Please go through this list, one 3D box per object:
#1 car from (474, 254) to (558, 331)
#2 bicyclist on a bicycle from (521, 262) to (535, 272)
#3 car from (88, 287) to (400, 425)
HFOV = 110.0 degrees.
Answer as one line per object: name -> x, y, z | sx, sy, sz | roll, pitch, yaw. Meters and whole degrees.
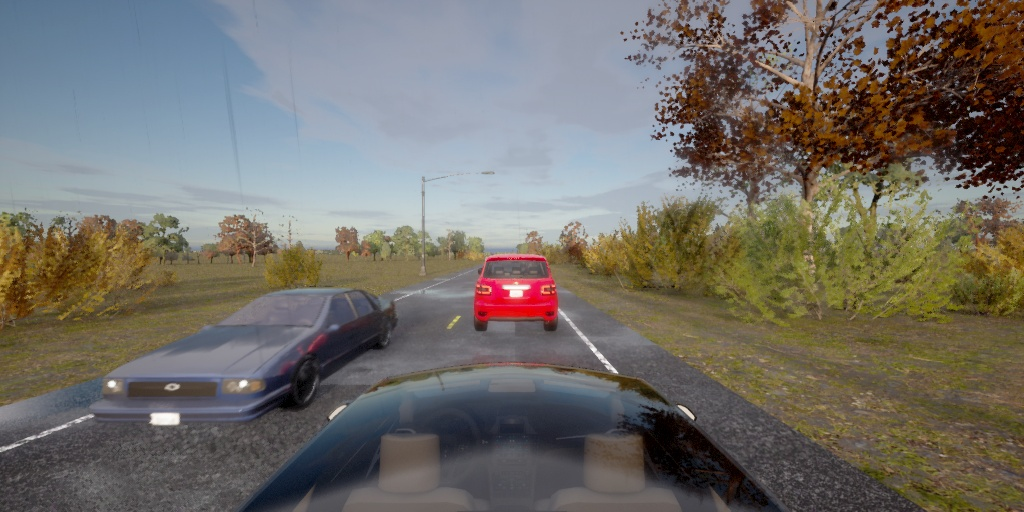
car -> 0.093, 0.968, 11.066 | 2.150, 2.045, 5.566 | 0, 0, 0
bicyclist on a bicycle -> 0.945, 1.114, 18.772 | 0.659, 1.776, 1.843 | 0, 0, 0
car -> -3.596, 1.296, 6.368 | 2.033, 1.411, 5.357 | 0, 0, 0
